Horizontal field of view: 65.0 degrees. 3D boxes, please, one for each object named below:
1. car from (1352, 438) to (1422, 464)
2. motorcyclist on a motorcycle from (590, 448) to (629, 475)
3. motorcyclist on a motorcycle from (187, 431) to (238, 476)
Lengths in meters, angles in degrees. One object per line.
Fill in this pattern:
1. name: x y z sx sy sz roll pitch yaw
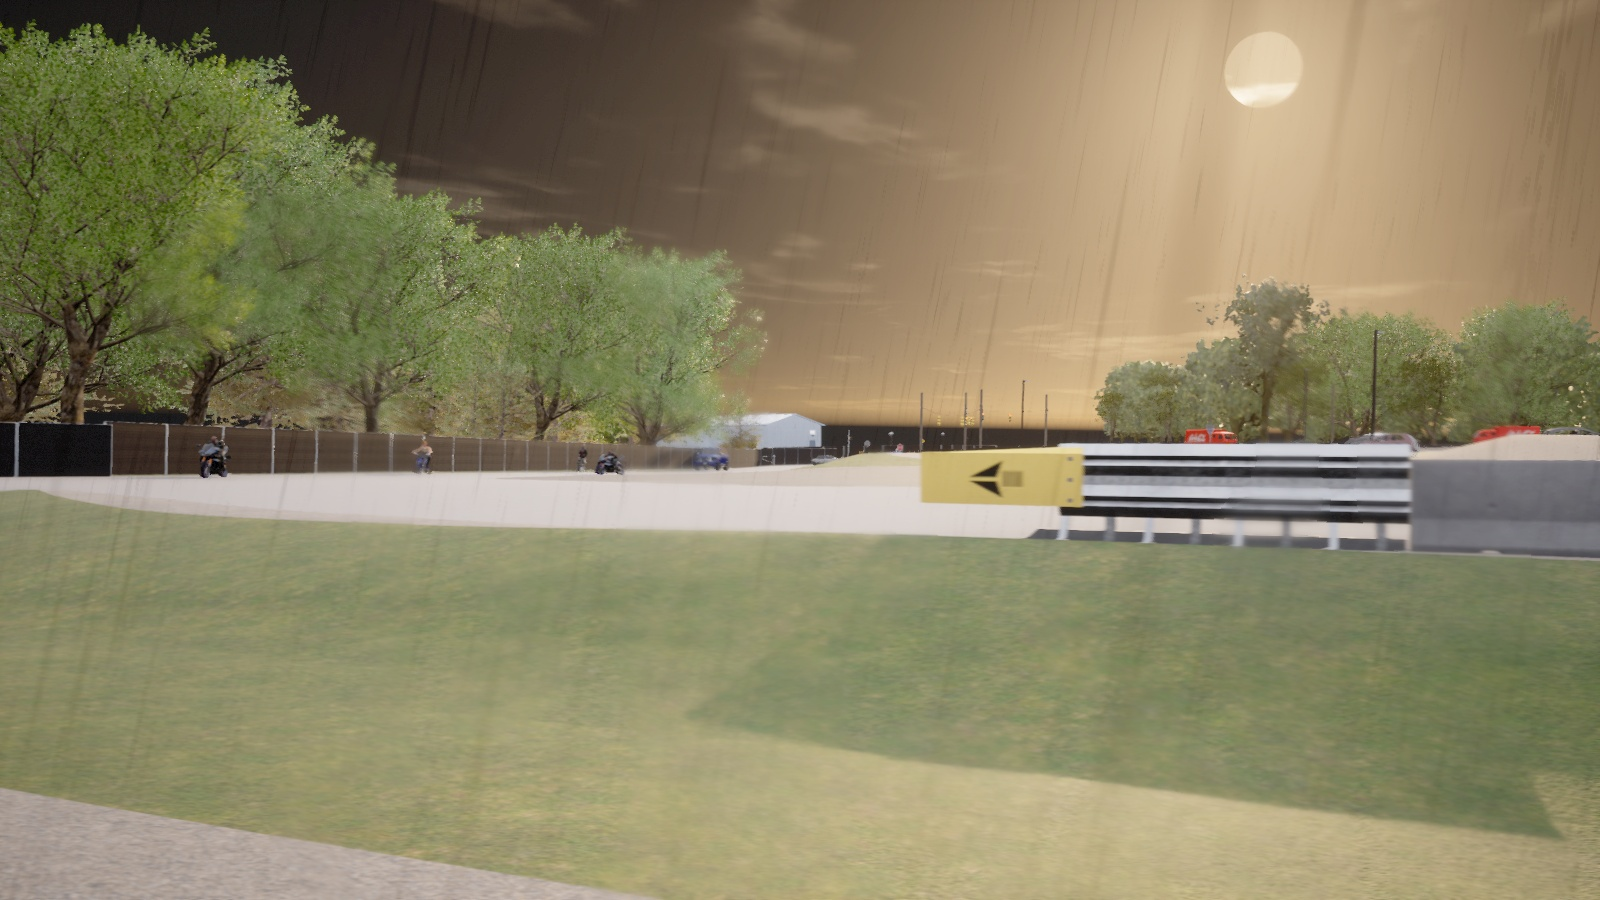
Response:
1. car: 37.010 0.077 79.199 3.633 1.501 1.845 -2 -1 37
2. motorcyclist on a motorcycle: -11.179 0.672 73.699 0.866 1.530 2.191 2 0 41
3. motorcyclist on a motorcycle: -20.846 0.126 44.591 0.866 1.530 2.191 2 0 -4
